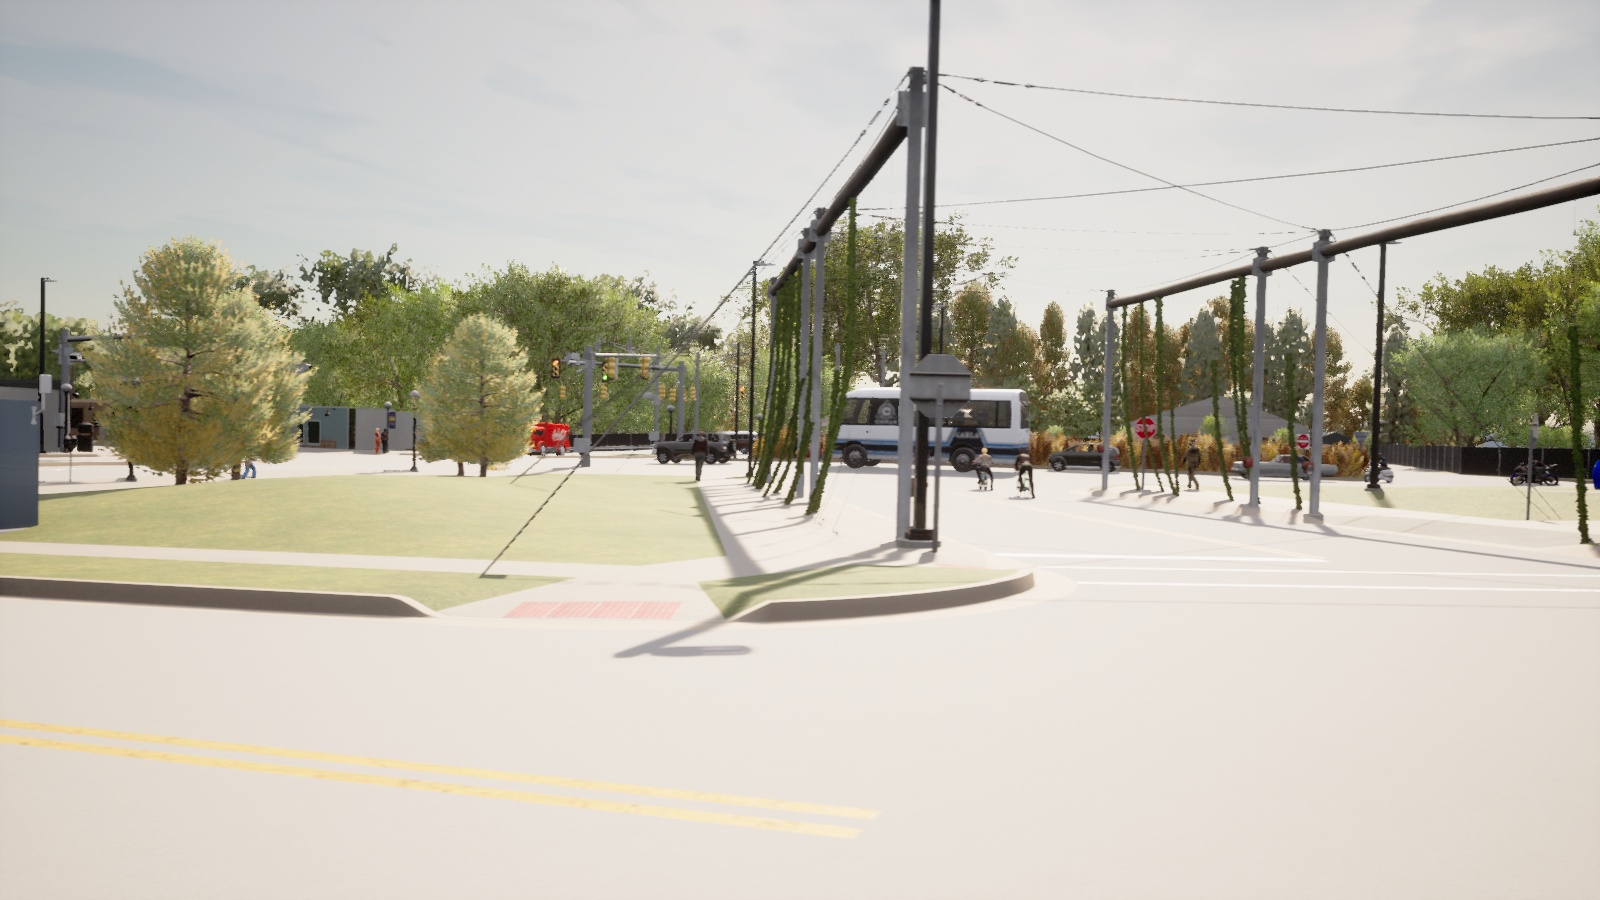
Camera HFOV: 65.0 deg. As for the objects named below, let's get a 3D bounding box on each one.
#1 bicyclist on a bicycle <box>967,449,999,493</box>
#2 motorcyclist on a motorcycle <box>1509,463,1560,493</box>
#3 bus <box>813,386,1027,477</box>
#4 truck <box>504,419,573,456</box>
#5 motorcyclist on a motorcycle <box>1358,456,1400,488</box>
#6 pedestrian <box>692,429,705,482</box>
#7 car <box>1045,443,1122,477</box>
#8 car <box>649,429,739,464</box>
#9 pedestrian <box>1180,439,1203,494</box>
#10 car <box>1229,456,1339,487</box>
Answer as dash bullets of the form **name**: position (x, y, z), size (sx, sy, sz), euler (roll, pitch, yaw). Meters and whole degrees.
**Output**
- **bicyclist on a bicycle**: position (6.907, 0.774, 47.492), size (0.866, 1.612, 1.509), euler (2, 0, -3)
- **motorcyclist on a motorcycle**: position (38.622, 1.460, 66.074), size (2.191, 1.530, 0.866), euler (1, 0, 23)
- **bus**: position (6.222, -1.048, 65.181), size (10.273, 4.253, 3.944), euler (2, 2, 20)
- **truck**: position (-18.575, -0.851, 89.462), size (2.627, 2.467, 5.204), euler (2, 0, 15)
- **motorcyclist on a motorcycle**: position (30.510, 1.174, 66.190), size (1.817, 1.590, 0.866), euler (2, 1, -13)
- **pedestrian**: position (-3.617, 0.177, 44.628), size (0.376, 1.854, 0.720), euler (2, 2, -5)
- **car**: position (14.917, 0.510, 65.970), size (3.705, 1.549, 1.789), euler (2, 2, 19)
- **car**: position (-5.865, -0.195, 69.493), size (4.605, 1.855, 1.932), euler (1, 1, 19)
- **pedestrian**: position (13.944, 0.572, 44.707), size (0.396, 1.930, 0.692), euler (2, 2, -12)
- **car**: position (23.790, 1.051, 61.926), size (4.718, 1.301, 1.895), euler (2, 1, 9)
